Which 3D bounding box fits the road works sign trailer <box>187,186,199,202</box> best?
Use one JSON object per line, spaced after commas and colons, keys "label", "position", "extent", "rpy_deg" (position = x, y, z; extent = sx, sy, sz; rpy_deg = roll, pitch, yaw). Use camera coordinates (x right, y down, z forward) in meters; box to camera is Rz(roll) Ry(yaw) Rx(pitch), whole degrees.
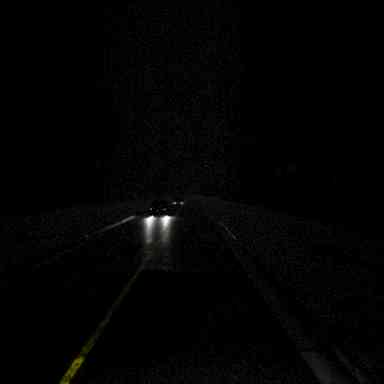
{"label": "road works sign trailer", "position": [0.014, 0.438, 78.495], "extent": [2.380, 3.560, 2.880], "rpy_deg": [0, 0, 0]}

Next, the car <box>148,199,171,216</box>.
{"label": "car", "position": [-3.092, 1.462, 32.196], "extent": [1.837, 1.490, 4.892], "rpy_deg": [0, 0, 0]}

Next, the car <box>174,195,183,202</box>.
{"label": "car", "position": [-2.987, 1.344, 74.558], "extent": [1.882, 1.535, 5.008], "rpy_deg": [0, 0, 0]}
